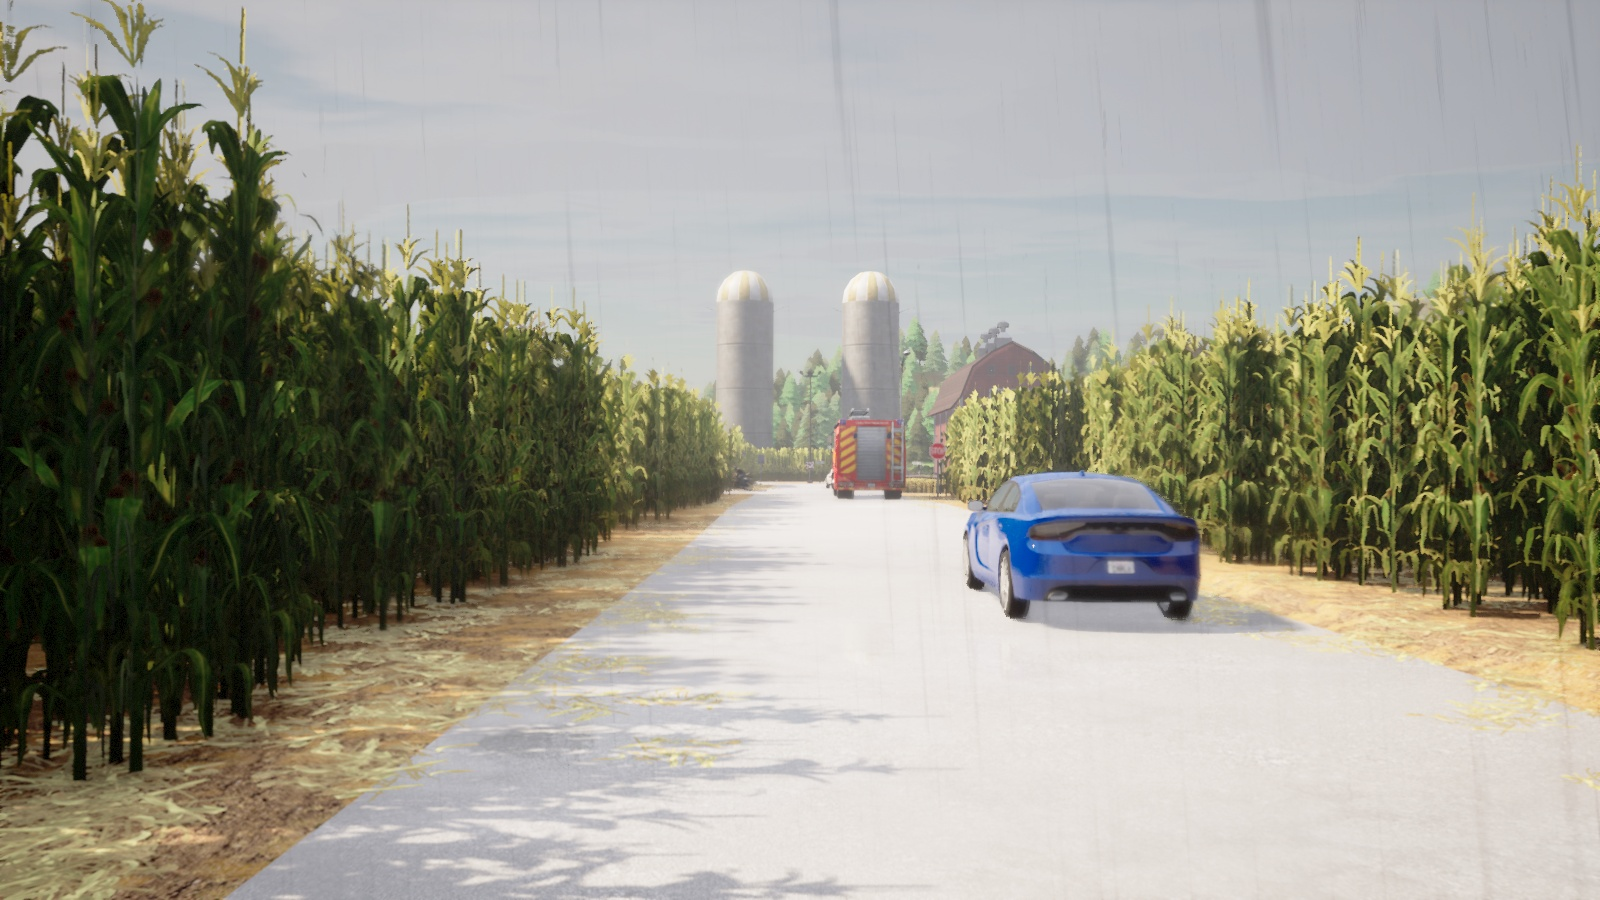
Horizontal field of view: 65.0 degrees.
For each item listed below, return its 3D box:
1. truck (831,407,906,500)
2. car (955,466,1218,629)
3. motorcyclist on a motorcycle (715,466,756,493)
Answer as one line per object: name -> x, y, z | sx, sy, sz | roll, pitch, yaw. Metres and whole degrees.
truck -> 2.953, 0.194, 56.347 | 2.891, 3.827, 8.468 | 0, -1, 0
car -> 3.063, 0.969, 14.555 | 1.882, 1.535, 5.008 | 0, -1, 0
motorcyclist on a motorcycle -> -3.662, 1.674, 71.378 | 2.191, 1.530, 0.866 | 1, -3, -35
